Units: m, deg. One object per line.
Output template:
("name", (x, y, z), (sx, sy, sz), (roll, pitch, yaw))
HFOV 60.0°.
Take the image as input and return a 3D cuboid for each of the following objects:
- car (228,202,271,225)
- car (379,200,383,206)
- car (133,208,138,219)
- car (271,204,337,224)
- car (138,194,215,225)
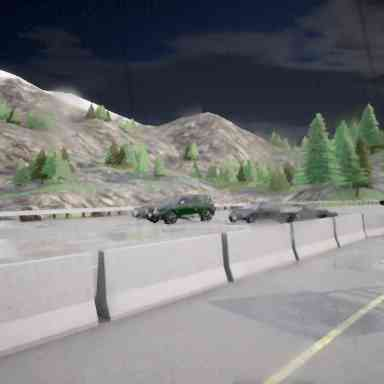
("car", (4.695, 1.495, 24.228), (4.674, 1.442, 1.812), (0, 0, -40))
("car", (30.482, 1.493, 50.275), (4.718, 1.301, 1.895), (0, 0, -28))
("car", (-2.533, 1.474, 27.209), (4.902, 1.511, 2.128), (0, 0, -41))
("car", (7.665, 1.566, 22.185), (4.718, 1.301, 1.895), (0, 0, -40))
("car", (-0.748, 1.202, 24.157), (5.566, 2.045, 2.150), (0, 0, -41))
